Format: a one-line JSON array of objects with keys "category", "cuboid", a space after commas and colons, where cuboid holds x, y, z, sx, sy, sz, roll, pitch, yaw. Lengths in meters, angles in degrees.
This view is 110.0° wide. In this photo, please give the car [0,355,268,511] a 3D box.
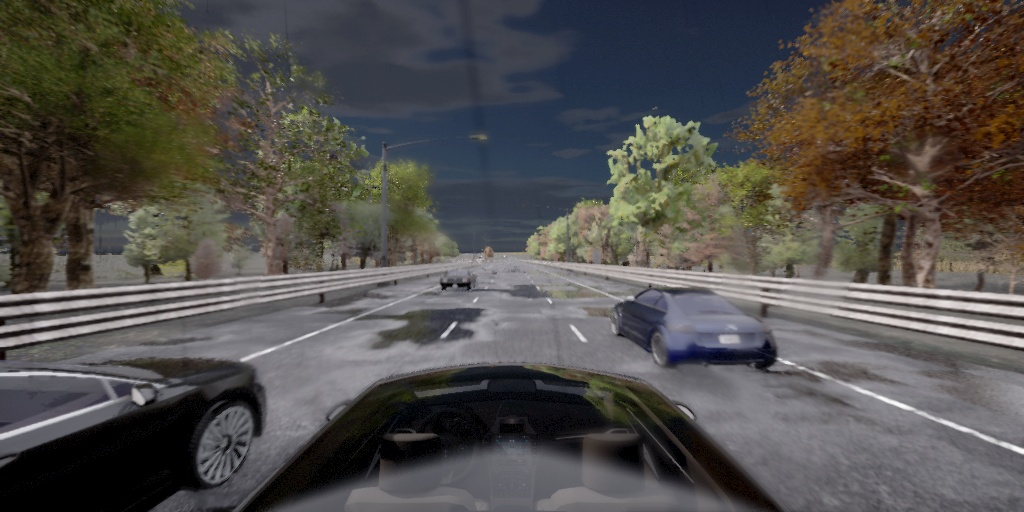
[{"category": "car", "cuboid": [-3.402, 1.242, 1.681, 2.128, 1.511, 4.902, 0, 0, 0]}]

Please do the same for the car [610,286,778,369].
[{"category": "car", "cuboid": [3.600, 1.358, 7.921, 1.994, 1.385, 4.181, 0, 0, 0]}]

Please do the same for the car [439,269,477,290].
[{"category": "car", "cuboid": [-3.394, 1.510, 23.586, 1.895, 1.301, 4.718, 0, 0, 0]}]
